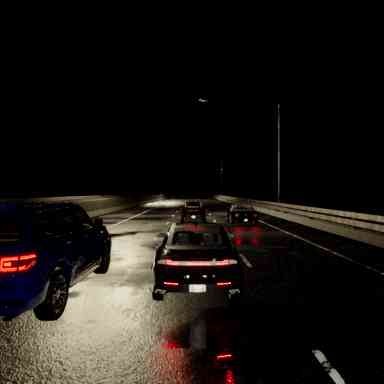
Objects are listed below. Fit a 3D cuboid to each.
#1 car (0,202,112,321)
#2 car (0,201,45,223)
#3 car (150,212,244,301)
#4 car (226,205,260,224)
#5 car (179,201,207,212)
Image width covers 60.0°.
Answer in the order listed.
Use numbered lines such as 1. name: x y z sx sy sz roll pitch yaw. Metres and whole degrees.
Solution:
1. car: -3.396 1.219 7.391 2.150 2.045 5.566 0 0 0
2. car: -14.101 1.538 26.953 2.033 1.411 5.357 0 0 0
3. car: 0.099 1.489 8.305 2.128 1.511 4.902 0 0 0
4. car: 3.598 1.593 24.479 1.895 1.301 4.718 0 0 0
5. car: 0.099 1.496 25.944 1.837 1.490 4.892 0 0 0
